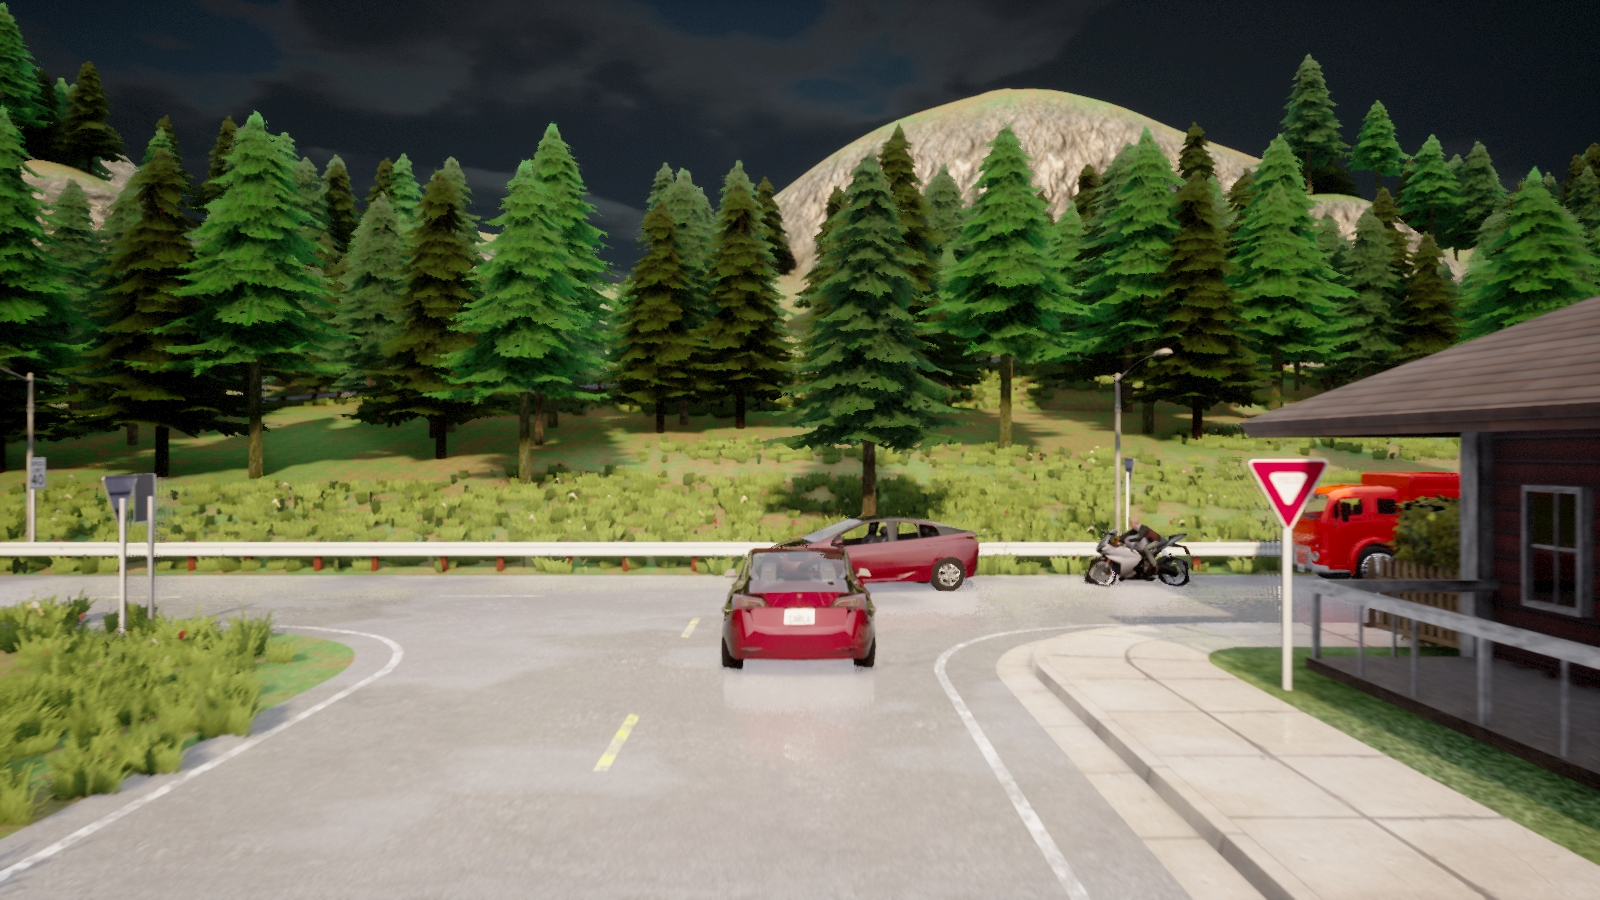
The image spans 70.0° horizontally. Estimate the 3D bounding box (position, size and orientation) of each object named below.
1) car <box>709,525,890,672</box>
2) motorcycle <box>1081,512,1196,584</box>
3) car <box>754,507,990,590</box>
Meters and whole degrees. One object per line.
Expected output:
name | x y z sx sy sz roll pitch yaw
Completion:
car | -0.028 1.935 16.083 2.163 1.488 4.792 0 -1 -1
motorcycle | 7.285 2.101 24.649 2.209 1.460 0.867 0 0 0
car | 1.466 2.010 23.874 4.514 1.525 2.007 0 -1 -14
